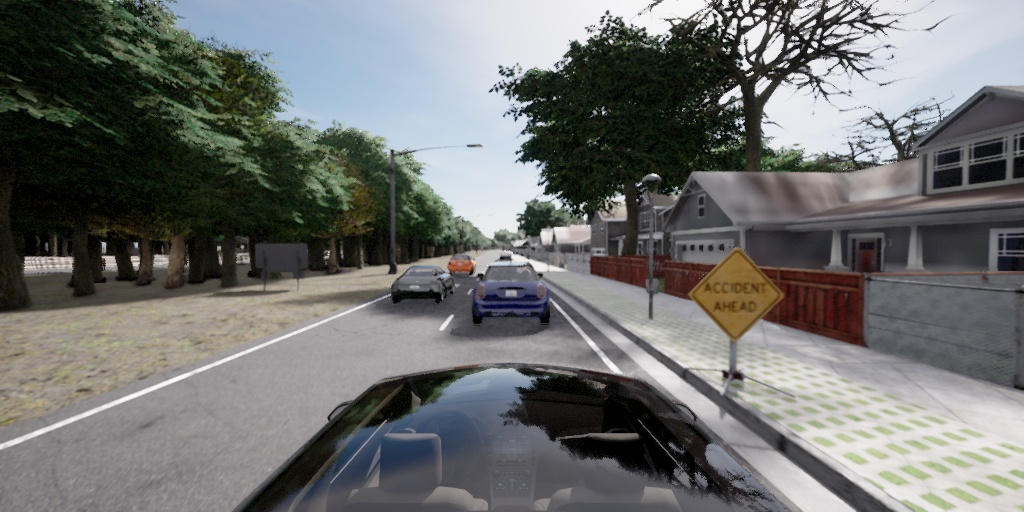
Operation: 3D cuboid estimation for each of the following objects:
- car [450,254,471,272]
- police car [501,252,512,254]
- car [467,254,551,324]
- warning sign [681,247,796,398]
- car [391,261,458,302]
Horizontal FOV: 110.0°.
[{"bbox_3d":[-4.222,0.612,30.643,2.097,1.767,4.553,0,1,-2],"label":"car"},{"bbox_3d":[-0.942,0.200,60.217,1.930,1.638,5.238,0,1,-2],"label":"police car"},{"bbox_3d":[-0.053,0.937,11.336,2.097,1.767,4.553,0,1,-1],"label":"car"},{"bbox_3d":[3.049,0.810,4.960,1.300,1.860,1.060,0,0,0],"label":"warning sign"},{"bbox_3d":[-3.656,1.084,15.258,1.994,1.385,4.181,0,1,-2],"label":"car"}]
